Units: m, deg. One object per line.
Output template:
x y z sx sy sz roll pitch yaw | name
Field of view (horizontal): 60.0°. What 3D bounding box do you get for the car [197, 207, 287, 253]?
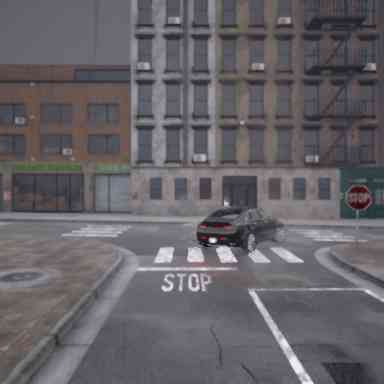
2.061 1.342 12.976 1.837 1.490 4.892 -1 -1 34 | car
